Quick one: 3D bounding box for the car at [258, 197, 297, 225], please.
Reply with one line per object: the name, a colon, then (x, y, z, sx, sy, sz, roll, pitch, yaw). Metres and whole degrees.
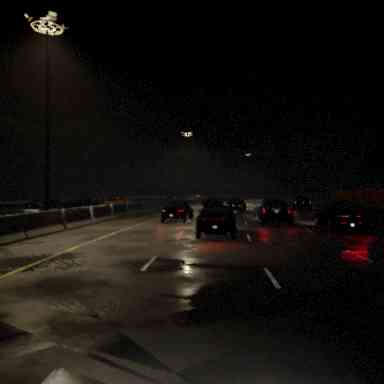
car: (5.775, 1.273, 23.420, 2.097, 1.767, 4.553, 0, 0, 9)

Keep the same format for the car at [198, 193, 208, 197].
car: (4.202, 1.084, 81.538, 2.128, 1.511, 4.902, 0, 0, 28)

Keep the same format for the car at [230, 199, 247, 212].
car: (4.824, 1.422, 36.086, 2.033, 1.411, 5.357, 0, 0, 14)

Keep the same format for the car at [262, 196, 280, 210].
car: (9.810, 1.340, 40.812, 1.882, 1.535, 5.008, 0, 0, 16)

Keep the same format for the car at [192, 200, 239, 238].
car: (1.329, 1.415, 17.393, 1.882, 1.535, 5.008, 0, 0, 7)

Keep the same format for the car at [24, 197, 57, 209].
car: (-18.958, 1.371, 42.668, 2.033, 1.411, 5.357, 0, 0, 14)

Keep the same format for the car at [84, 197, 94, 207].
car: (-11.601, 1.395, 42.924, 1.994, 1.385, 4.181, 0, 0, 15)

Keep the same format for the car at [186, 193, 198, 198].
car: (0.279, 1.086, 81.686, 1.812, 1.442, 4.674, 0, 0, 28)

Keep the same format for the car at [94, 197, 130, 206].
car: (-9.028, 1.326, 38.976, 1.882, 1.535, 5.008, 0, 0, 14)

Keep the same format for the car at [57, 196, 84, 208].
car: (-14.984, 1.302, 43.854, 1.882, 1.535, 5.008, 0, 0, 15)

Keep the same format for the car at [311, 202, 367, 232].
car: (8.706, 1.443, 19.720, 1.837, 1.490, 4.892, 0, 0, 8)

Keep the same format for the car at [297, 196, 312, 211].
car: (13.100, 1.224, 39.556, 2.097, 1.767, 4.553, 0, 0, 16)

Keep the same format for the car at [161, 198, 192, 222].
car: (-1.058, 1.434, 25.055, 1.812, 1.442, 4.674, 0, 0, 9)

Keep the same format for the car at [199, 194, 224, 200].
car: (2.586, 1.331, 41.038, 1.882, 1.535, 5.008, 0, 0, 15)

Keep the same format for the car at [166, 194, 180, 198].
car: (-4.620, 1.246, 79.938, 1.994, 1.385, 4.181, 0, 0, 26)
